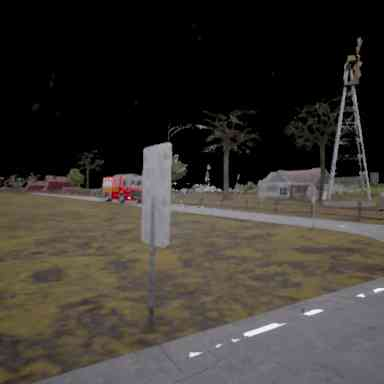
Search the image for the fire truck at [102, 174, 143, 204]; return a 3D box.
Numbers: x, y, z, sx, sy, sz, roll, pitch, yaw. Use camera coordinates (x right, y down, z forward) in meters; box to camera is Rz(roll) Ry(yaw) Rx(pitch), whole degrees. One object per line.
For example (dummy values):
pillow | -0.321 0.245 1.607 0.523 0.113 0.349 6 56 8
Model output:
fire truck | -9.174 -0.482 44.687 2.891 3.827 8.468 2 0 -35
